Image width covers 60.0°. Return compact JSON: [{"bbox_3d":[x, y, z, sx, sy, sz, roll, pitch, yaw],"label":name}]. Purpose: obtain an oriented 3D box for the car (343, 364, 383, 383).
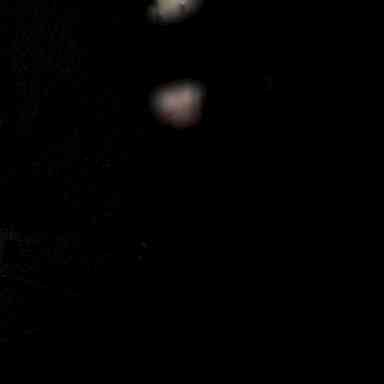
[{"bbox_3d":[2.453,1.426,1.144,4.097,1.590,1.967,-1,-1,36],"label":"car"}]
